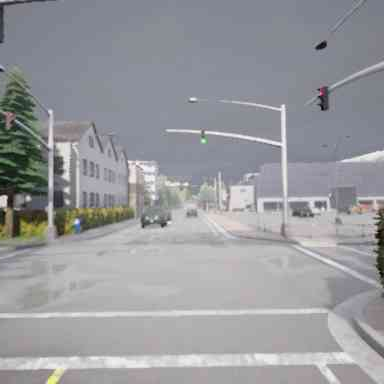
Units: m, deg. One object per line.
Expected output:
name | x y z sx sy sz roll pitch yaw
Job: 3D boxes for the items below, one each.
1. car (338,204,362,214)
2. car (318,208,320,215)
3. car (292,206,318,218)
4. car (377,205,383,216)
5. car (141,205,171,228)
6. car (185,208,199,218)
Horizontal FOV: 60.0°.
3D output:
car | 25.464 2.761 53.875 2.152 1.636 5.027 -1 -2 0
car | 19.050 2.926 53.529 1.970 1.475 3.806 -1 -2 0
car | 15.407 2.806 46.470 2.007 1.523 4.514 -1 -2 0
car | 22.370 2.158 36.494 1.932 1.855 4.605 -1 -2 0
car | -3.620 2.360 32.724 2.150 2.045 5.566 -1 -2 0
car | -0.013 3.271 53.119 2.128 1.511 4.902 -1 -2 0
